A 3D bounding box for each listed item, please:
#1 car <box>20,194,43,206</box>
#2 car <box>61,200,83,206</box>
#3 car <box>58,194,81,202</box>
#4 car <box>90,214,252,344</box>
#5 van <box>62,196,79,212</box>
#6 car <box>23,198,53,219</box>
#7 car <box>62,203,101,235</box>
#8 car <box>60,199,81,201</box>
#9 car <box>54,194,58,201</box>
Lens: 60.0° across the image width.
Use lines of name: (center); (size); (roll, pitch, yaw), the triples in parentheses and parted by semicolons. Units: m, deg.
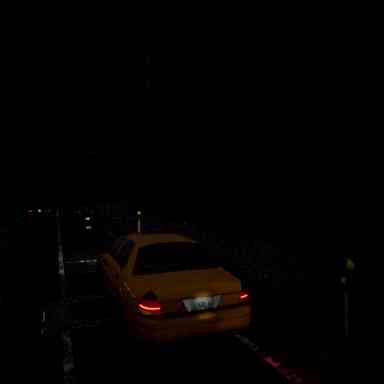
car: (-25.768, 1.485, 53.504); (4.902, 1.511, 2.128); (0, 0, 41)
car: (-8.126, 1.551, 23.869); (2.008, 1.369, 4.403); (0, 0, -22)
car: (-12.305, 1.316, 34.096); (2.192, 1.841, 5.009); (0, 0, -22)
car: (-0.831, 1.457, 6.788); (1.801, 1.575, 5.366); (0, 0, -22)
van: (-14.395, 1.342, 39.209); (1.690, 1.788, 3.998); (0, 0, -22)
car: (-13.170, 1.548, 28.927); (2.033, 1.411, 5.357); (0, 0, -23)
car: (-6.037, 1.551, 18.756); (2.008, 1.369, 4.403); (0, 0, -22)
car: (-10.216, 1.567, 28.982); (1.947, 1.339, 4.313); (0, 0, -22)
car: (-31.263, 1.469, 79.729); (1.967, 1.590, 4.097); (0, 0, -23)
